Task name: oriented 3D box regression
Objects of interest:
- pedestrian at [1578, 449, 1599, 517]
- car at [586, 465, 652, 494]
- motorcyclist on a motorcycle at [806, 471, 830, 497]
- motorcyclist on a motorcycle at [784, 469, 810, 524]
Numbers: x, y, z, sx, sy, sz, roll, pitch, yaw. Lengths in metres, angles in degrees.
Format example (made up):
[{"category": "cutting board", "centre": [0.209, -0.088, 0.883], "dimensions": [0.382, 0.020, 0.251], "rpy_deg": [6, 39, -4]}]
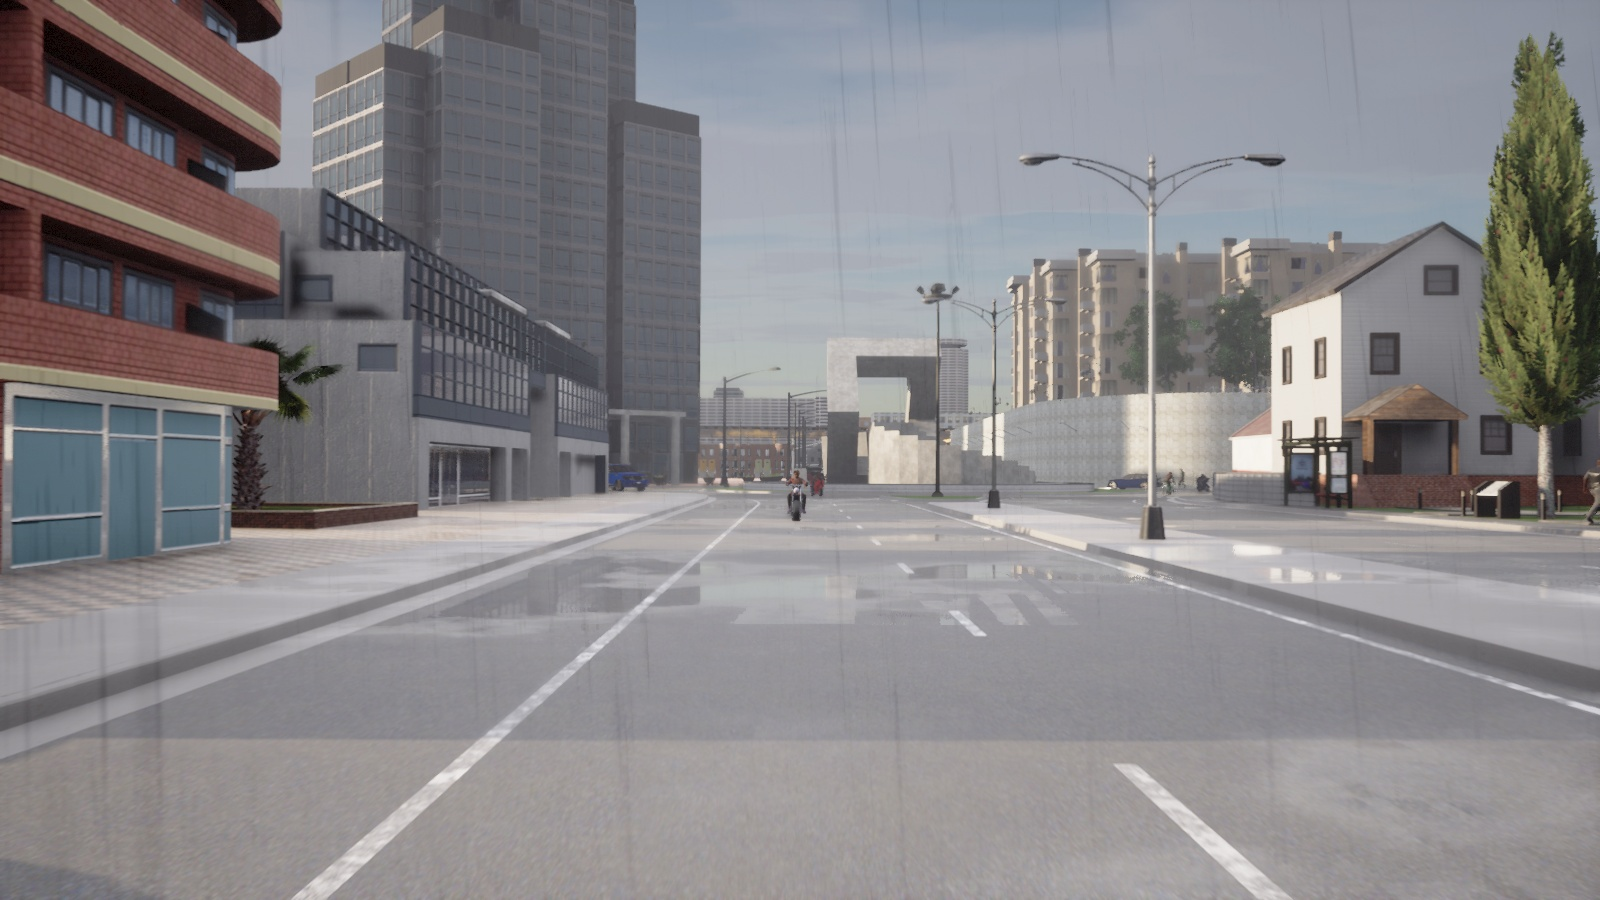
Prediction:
[{"category": "pedestrian", "centre": [22.270, 0.916, 34.980], "dimensions": [0.849, 1.883, 0.563], "rpy_deg": [0, -1, -16]}, {"category": "car", "centre": [-13.265, 2.125, 91.930], "dimensions": [2.150, 2.045, 5.566], "rpy_deg": [1, -1, -41]}, {"category": "motorcyclist on a motorcycle", "centre": [1.090, 2.059, 75.647], "dimensions": [0.797, 1.523, 2.044], "rpy_deg": [-1, -1, -18]}, {"category": "motorcyclist on a motorcycle", "centre": [-0.095, 1.421, 39.171], "dimensions": [0.766, 1.649, 2.350], "rpy_deg": [0, -1, 0]}]
